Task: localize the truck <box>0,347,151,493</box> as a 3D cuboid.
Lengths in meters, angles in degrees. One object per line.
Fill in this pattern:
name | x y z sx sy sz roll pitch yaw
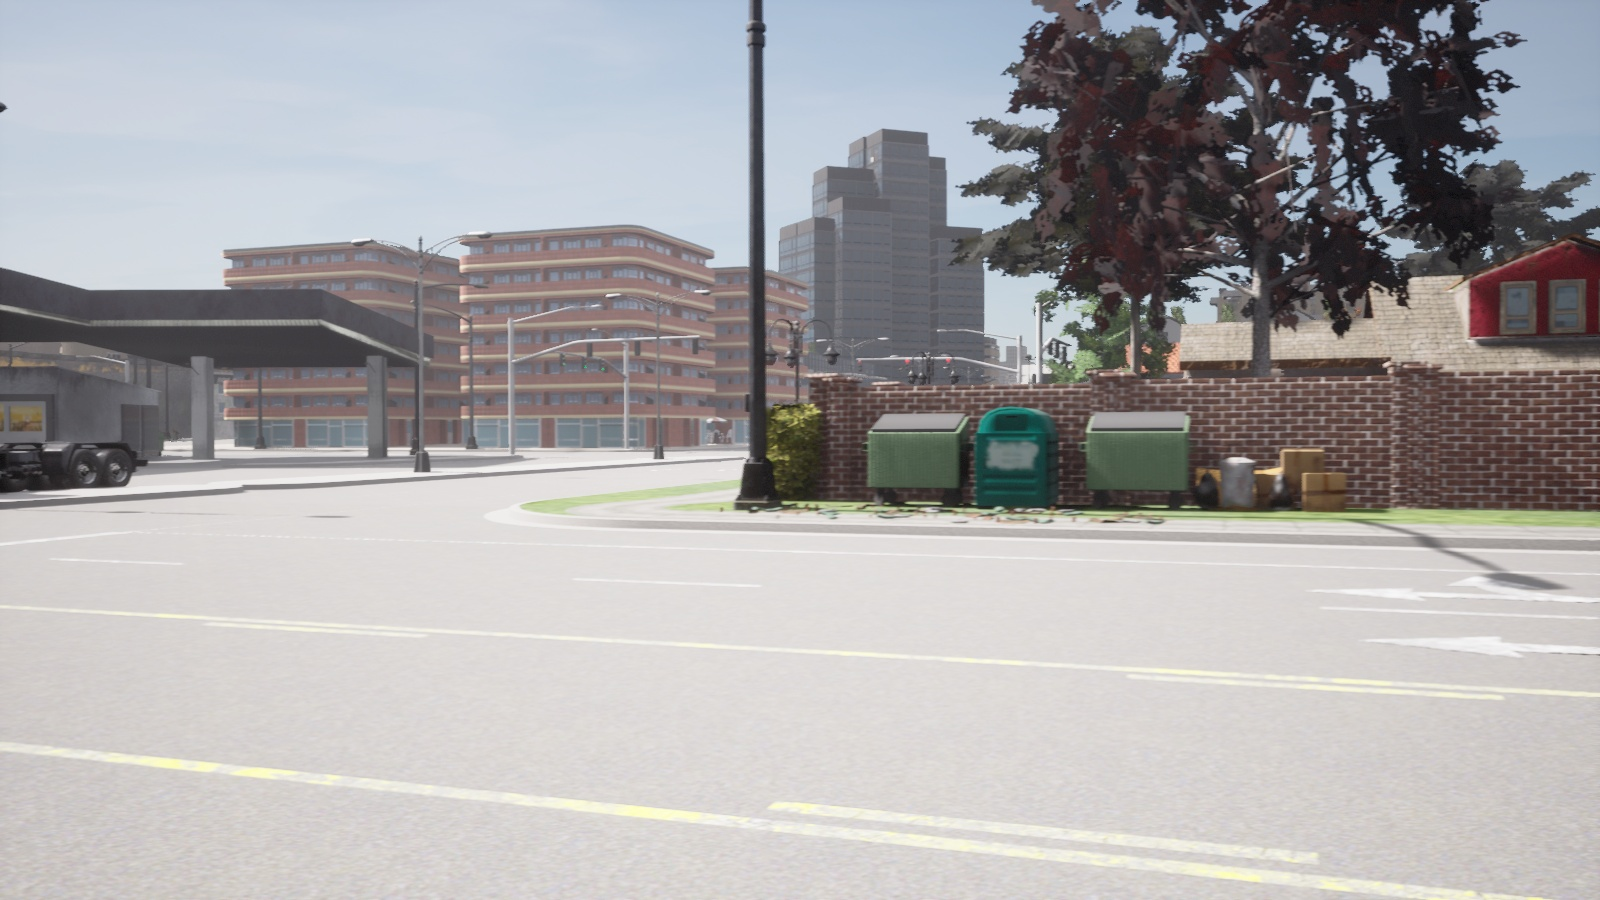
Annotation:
truck | -20.192 -0.733 31.374 2.891 3.462 7.936 0 1 10
